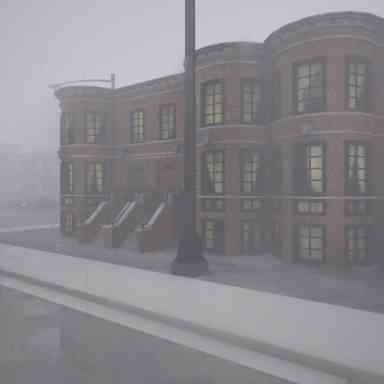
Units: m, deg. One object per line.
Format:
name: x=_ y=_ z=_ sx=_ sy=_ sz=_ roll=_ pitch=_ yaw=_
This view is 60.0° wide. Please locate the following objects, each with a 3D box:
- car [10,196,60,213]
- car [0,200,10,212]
car: x=-17.200 y=1.351 z=37.068 sx=2.097 sy=1.767 sz=4.553 roll=0 pitch=0 yaw=36
car: x=-20.296 y=1.491 z=38.756 sx=2.128 sy=1.511 sz=4.902 roll=0 pitch=0 yaw=36
